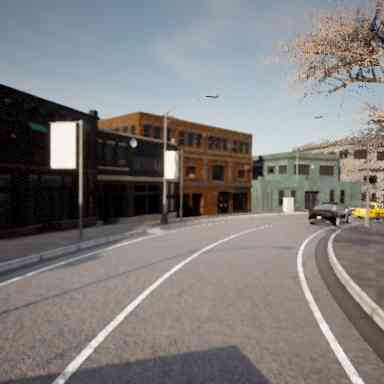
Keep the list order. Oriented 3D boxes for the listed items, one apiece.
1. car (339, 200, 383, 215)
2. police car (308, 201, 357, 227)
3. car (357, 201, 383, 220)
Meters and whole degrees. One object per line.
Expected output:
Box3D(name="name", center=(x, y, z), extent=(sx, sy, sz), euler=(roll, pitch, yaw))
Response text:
Box3D(name="car", center=(19.279, 1.766, 37.793), extent=(4.902, 1.511, 2.128), euler=(1, 1, -29))
Box3D(name="police car", center=(10.357, 1.577, 24.773), extent=(1.930, 1.638, 5.238), euler=(2, 0, 40))
Box3D(name="car", center=(17.198, 1.742, 31.229), extent=(5.366, 1.575, 1.801), euler=(1, 1, -37))
